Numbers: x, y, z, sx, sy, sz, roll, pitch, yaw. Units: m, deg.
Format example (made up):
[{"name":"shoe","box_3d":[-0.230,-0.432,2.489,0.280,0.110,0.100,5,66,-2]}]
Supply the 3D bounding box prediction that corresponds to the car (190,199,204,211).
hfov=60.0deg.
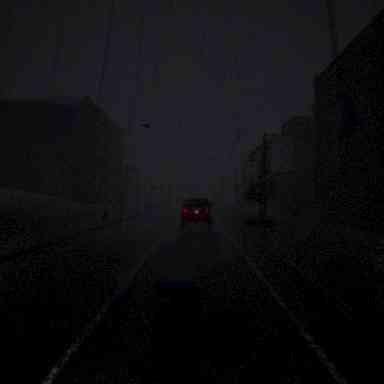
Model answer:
[{"name":"car","box_3d":[0.706,1.872,48.869,1.882,1.535,5.008,0,-1,1]}]

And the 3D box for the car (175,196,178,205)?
[{"name":"car","box_3d":[-2.460,1.793,71.343,2.150,2.045,5.566,0,-1,1]}]

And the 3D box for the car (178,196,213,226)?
[{"name":"car","box_3d":[0.359,1.428,24.478,2.150,2.045,5.566,0,-1,1]}]
